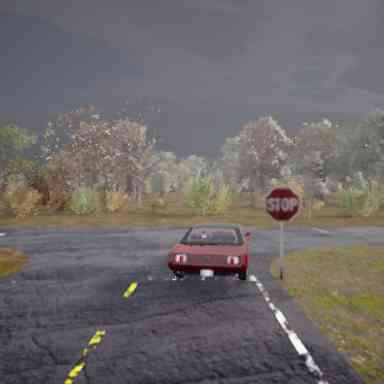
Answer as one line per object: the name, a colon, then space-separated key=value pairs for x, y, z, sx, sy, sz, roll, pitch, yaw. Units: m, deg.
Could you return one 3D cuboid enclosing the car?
car: x=0.759 y=1.566 z=9.820 sx=1.895 sy=1.301 sz=4.718 roll=0 pitch=0 yaw=11
